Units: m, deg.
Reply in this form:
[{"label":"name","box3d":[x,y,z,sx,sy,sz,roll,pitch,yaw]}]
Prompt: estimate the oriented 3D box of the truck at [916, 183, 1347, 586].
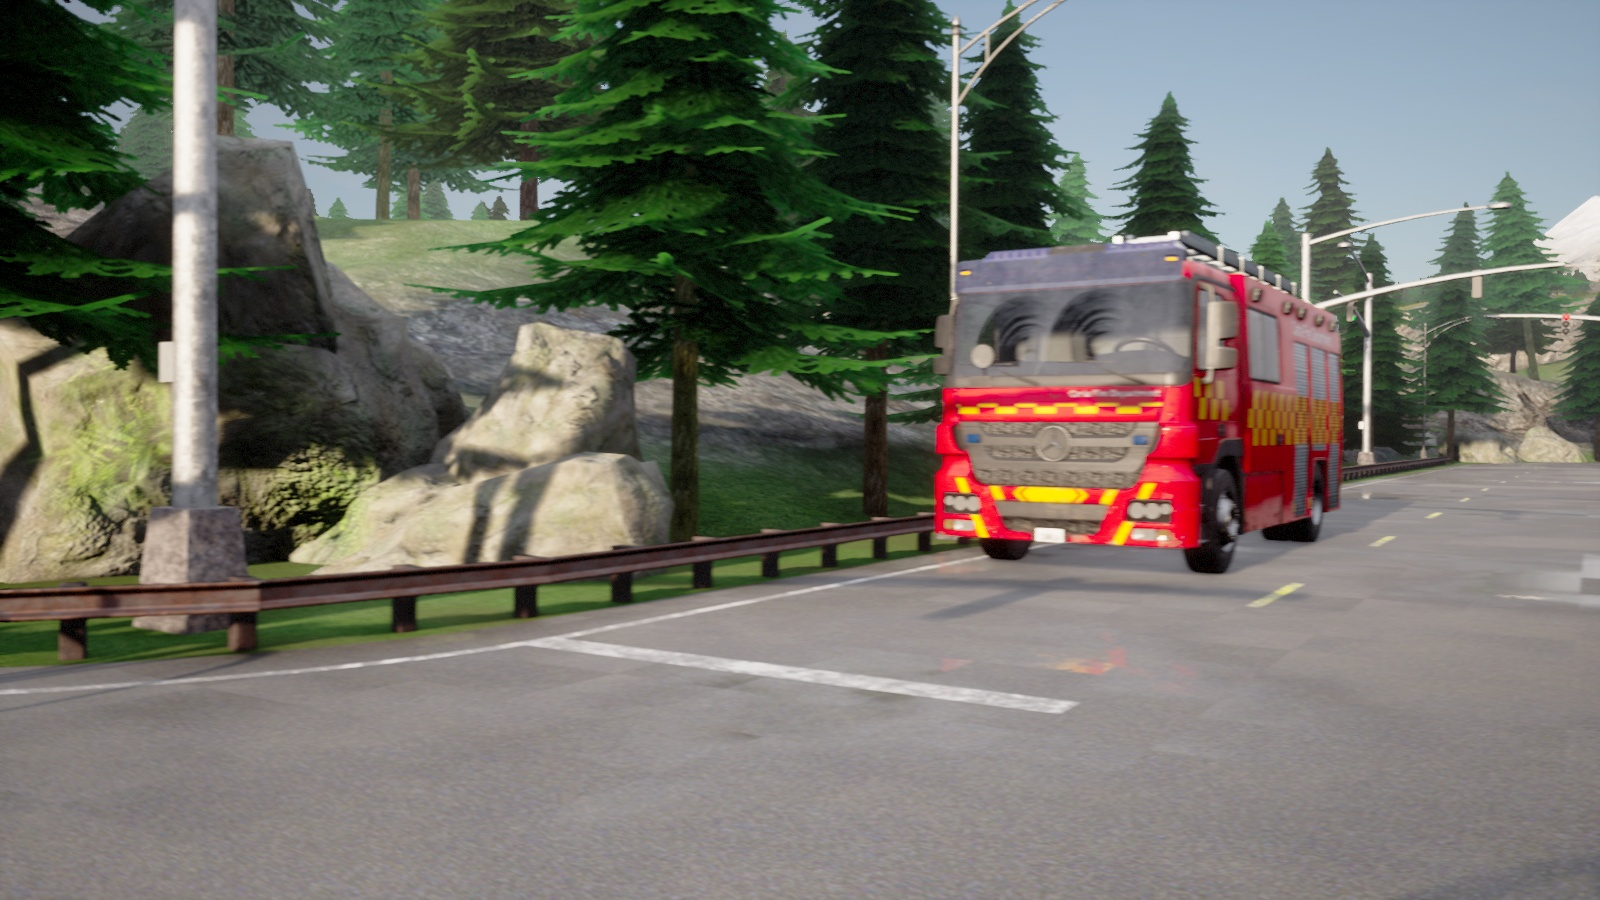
[{"label":"truck","box3d":[4.774,-0.685,16.279,2.891,3.827,8.468,0,1,33]}]
